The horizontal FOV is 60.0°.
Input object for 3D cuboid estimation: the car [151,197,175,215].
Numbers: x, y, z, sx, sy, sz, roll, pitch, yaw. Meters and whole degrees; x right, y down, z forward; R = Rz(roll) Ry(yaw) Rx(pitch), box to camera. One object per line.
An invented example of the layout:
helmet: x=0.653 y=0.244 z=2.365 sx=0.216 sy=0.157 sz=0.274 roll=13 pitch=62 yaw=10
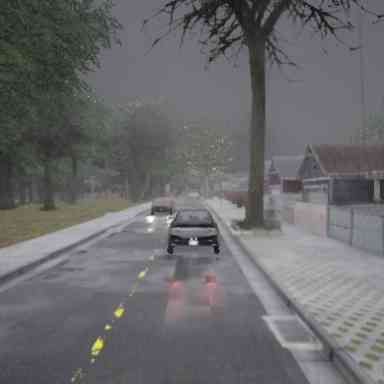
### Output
car: x=-2.582 y=1.183 z=30.444 sx=1.882 sy=1.535 sz=5.008 roll=0 pitch=0 yaw=0

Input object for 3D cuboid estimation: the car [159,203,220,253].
car: x=0.069 y=1.419 z=13.288 sx=2.128 sy=1.511 sz=4.902 roll=0 pitch=1 yaw=0

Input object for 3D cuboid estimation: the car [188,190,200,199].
car: x=0.411 y=0.508 z=70.488 sx=2.150 sy=2.045 sz=5.566 roll=0 pitch=0 yaw=0
